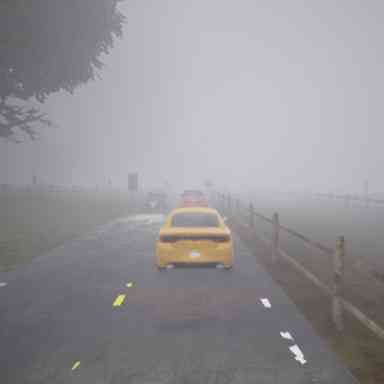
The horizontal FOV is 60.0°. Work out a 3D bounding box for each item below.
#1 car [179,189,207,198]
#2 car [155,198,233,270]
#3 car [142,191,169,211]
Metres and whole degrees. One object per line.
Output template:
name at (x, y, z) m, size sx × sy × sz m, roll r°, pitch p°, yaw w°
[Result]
car at (0.074, 0.562, 25.809) m, size 2.097 × 1.767 × 4.553 m, roll 0°, pitch 2°, yaw 0°
car at (0.074, 1.176, 9.908) m, size 1.882 × 1.535 × 5.008 m, roll 0°, pitch 2°, yaw 0°
car at (-2.840, 0.667, 26.884) m, size 2.128 × 1.511 × 4.902 m, roll 0°, pitch 2°, yaw 0°
